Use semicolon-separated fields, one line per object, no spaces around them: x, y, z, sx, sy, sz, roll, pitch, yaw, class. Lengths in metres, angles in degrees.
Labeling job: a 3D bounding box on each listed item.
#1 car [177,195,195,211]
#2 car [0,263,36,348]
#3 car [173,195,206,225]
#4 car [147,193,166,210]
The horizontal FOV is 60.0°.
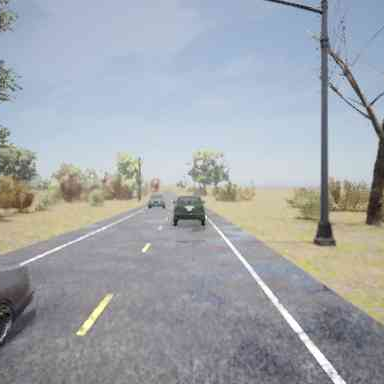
-0.828;1.342;41.846;2.097;1.767;4.553;0;0;-2;car
-3.615;1.551;3.433;2.033;1.411;5.357;0;0;0;car
-0.219;1.222;24.074;2.150;2.045;5.566;0;0;-1;car
-4.599;1.213;43.815;2.150;2.045;5.566;0;0;-2;car
